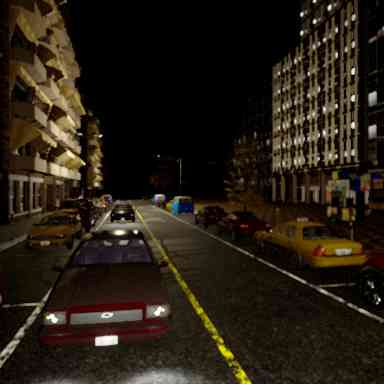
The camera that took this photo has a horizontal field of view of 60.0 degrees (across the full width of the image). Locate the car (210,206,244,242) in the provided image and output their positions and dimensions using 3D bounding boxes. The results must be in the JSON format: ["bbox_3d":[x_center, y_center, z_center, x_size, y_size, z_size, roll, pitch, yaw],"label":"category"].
[{"bbox_3d":[2.408,1.570,16.162,1.802,1.307,4.206,0,0,-11],"label":"car"}]

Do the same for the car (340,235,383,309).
[{"bbox_3d":[4.609,1.434,5.329,1.967,1.590,4.097,0,0,-11],"label":"car"}]

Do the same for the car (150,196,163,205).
[{"bbox_3d":[-6.431,1.518,59.655,1.752,1.417,4.829,0,0,-11],"label":"car"}]

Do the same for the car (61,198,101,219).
[{"bbox_3d":[-6.906,1.306,19.908,2.192,1.841,5.009,0,0,-11],"label":"car"}]

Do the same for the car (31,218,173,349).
[{"bbox_3d":[-1.616,1.543,6.942,2.033,1.411,5.357,0,0,-11],"label":"car"}]

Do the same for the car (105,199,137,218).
[{"bbox_3d":[-5.392,1.535,26.006,2.033,1.411,5.357,0,0,-11],"label":"car"}]

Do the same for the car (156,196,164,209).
[{"bbox_3d":[-3.095,1.551,43.241,1.947,1.339,4.313,0,0,-11],"label":"car"}]

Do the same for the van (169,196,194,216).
[{"bbox_3d":[-0.895,1.325,32.409,1.690,1.788,3.998,0,0,-11],"label":"van"}]

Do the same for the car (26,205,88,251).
[{"bbox_3d":[-5.770,1.519,14.327,1.752,1.417,4.829,0,0,-11],"label":"car"}]

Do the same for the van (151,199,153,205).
[{"bbox_3d":[-5.298,1.331,54.074,1.690,1.788,3.998,0,0,-11],"label":"van"}]

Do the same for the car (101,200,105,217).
[{"bbox_3d":[-8.005,1.540,25.325,2.008,1.369,4.403,0,0,-11],"label":"car"}]

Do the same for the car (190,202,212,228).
[{"bbox_3d":[1.308,1.568,21.577,1.802,1.307,4.206,0,0,-11],"label":"car"}]

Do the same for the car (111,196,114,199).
[{"bbox_3d":[-12.408,1.537,46.988,1.887,1.381,4.507,0,0,-11],"label":"car"}]

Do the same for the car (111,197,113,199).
[{"bbox_3d":[-11.307,1.556,41.572,1.947,1.339,4.313,0,0,-11],"label":"car"}]

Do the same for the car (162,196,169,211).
[{"bbox_3d":[-2.028,1.509,37.991,1.752,1.417,4.829,0,0,-11],"label":"car"}]

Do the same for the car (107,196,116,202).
[{"bbox_3d":[-17.911,1.576,74.067,1.947,1.339,4.313,0,0,-11],"label":"car"}]

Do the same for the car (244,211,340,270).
[{"bbox_3d":[3.475,1.516,10.912,1.752,1.417,4.829,0,0,-11],"label":"car"}]

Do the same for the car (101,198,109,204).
[{"bbox_3d":[-9.106,1.540,30.741,2.008,1.369,4.403,0,0,-11],"label":"car"}]

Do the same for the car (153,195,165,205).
[{"bbox_3d":[-4.196,1.427,48.657,1.967,1.590,4.097,0,0,-11],"label":"car"}]

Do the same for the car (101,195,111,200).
[{"bbox_3d":[-10.207,1.429,36.155,1.967,1.590,4.097,0,0,-11],"label":"car"}]

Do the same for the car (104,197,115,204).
[{"bbox_3d":[-15.710,1.583,63.235,1.802,1.307,4.206,0,0,-11],"label":"car"}]

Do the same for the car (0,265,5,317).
[{"bbox_3d":[-3.603,1.544,3.661,1.887,1.381,4.507,0,0,-11],"label":"car"}]

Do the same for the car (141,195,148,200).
[{"bbox_3d":[-13.001,1.567,91.985,1.887,1.381,4.507,-1,0,-11],"label":"car"}]
